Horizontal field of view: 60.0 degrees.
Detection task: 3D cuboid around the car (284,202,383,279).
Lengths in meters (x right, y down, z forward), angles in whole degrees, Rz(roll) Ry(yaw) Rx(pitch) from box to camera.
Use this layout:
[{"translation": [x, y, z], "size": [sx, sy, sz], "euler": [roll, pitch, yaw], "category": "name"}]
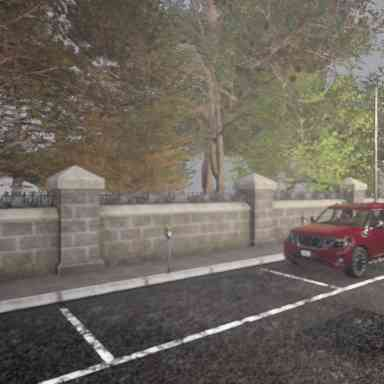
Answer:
[{"translation": [5.018, 1.269, 10.132], "size": [5.009, 1.841, 2.192], "euler": [0, 0, -35], "category": "car"}]
